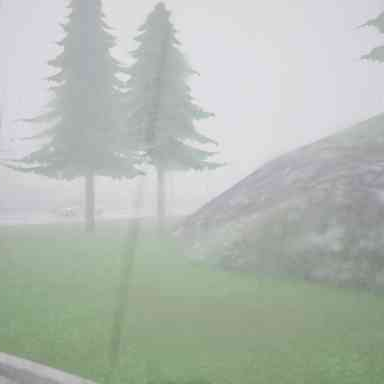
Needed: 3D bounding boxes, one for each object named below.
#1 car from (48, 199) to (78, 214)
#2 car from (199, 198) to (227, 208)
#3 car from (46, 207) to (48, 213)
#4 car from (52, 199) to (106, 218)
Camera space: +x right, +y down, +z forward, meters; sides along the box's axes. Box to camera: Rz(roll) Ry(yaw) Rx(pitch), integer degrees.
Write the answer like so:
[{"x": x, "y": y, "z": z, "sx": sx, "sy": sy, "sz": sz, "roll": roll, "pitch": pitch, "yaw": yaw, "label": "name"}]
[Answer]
[{"x": -12.408, "y": 1.737, "z": 35.891, "sx": 4.892, "sy": 1.490, "sz": 1.837, "roll": 0, "pitch": 0, "yaw": -42, "label": "car"}, {"x": 3.111, "y": 1.719, "z": 54.281, "sx": 4.181, "sy": 1.385, "sz": 1.994, "roll": 0, "pitch": 0, "yaw": -41, "label": "car"}, {"x": -14.485, "y": 1.613, "z": 38.728, "sx": 4.553, "sy": 1.767, "sz": 2.097, "roll": 0, "pitch": 0, "yaw": -42, "label": "car"}, {"x": -10.785, "y": 1.732, "z": 32.632, "sx": 4.674, "sy": 1.442, "sz": 1.812, "roll": 0, "pitch": 0, "yaw": -42, "label": "car"}]
